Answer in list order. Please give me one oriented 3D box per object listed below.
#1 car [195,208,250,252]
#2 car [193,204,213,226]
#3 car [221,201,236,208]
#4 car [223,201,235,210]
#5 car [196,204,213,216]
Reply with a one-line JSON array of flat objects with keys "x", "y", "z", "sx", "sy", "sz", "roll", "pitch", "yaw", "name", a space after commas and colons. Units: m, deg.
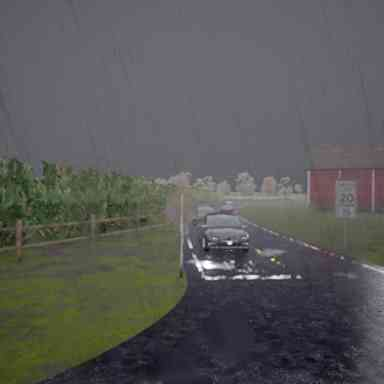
[{"x": 1.328, "y": 1.726, "z": 15.143, "sx": 1.837, "sy": 1.490, "sz": 4.892, "roll": 1, "pitch": 0, "yaw": -3, "name": "car"}, {"x": 1.022, "y": 1.915, "z": 26.805, "sx": 1.837, "sy": 1.490, "sz": 4.892, "roll": 1, "pitch": -1, "yaw": 1, "name": "car"}, {"x": 5.332, "y": 2.355, "z": 49.557, "sx": 1.994, "sy": 1.385, "sz": 4.181, "roll": 1, "pitch": -1, "yaw": 6, "name": "car"}, {"x": 6.729, "y": 2.418, "z": 59.489, "sx": 1.882, "sy": 1.535, "sz": 5.008, "roll": 1, "pitch": -1, "yaw": 10, "name": "car"}, {"x": 1.643, "y": 2.212, "z": 42.214, "sx": 1.994, "sy": 1.385, "sz": 4.181, "roll": 1, "pitch": -1, "yaw": 5, "name": "car"}]
